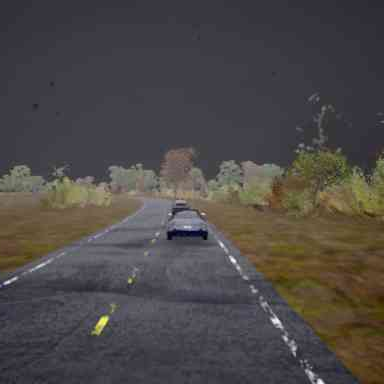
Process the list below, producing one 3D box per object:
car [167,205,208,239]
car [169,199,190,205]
[{"bbox_3d":[-0.269,1.566,17.198,1.994,1.385,4.181,0,0,-2],"label":"car"},{"bbox_3d":[-1.239,1.512,34.855,1.837,1.490,4.892,0,0,-4],"label":"car"}]
